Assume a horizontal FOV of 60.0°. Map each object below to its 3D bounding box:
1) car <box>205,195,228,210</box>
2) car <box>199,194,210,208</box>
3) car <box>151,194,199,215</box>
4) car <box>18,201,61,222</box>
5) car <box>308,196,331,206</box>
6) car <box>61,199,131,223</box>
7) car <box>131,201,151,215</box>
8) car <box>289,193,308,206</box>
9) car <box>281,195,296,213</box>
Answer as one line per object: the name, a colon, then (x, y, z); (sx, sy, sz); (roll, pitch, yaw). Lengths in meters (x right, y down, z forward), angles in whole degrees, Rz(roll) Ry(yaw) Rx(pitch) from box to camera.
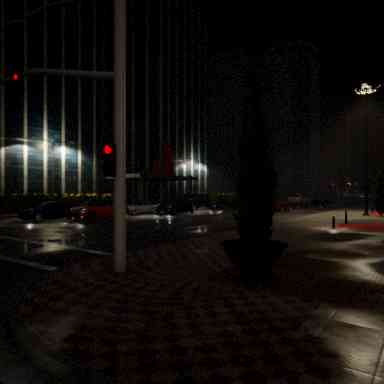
car: (4.179, 1.492, 42.442); (2.128, 1.511, 4.902); (0, 0, 35)
car: (0.610, 1.221, 43.445); (2.150, 2.045, 5.566); (0, 0, 35)
car: (-1.663, 1.352, 34.086); (2.097, 1.767, 4.553); (0, 0, 35)
car: (-11.190, 1.478, 26.550); (1.882, 1.535, 5.008); (0, 0, 35)
car: (20.980, 1.354, 53.980); (2.097, 1.767, 4.553); (0, 0, 35)
car: (-7.355, 1.352, 25.927); (2.097, 1.767, 4.553); (0, 0, 35)
car: (-5.525, 1.601, 34.674); (1.895, 1.301, 4.718); (0, 0, 35)
car: (17.618, 1.221, 55.281); (2.150, 2.045, 5.566); (0, 0, 35)
car: (9.904, 1.477, 38.092); (1.882, 1.535, 5.008); (0, 0, 35)
